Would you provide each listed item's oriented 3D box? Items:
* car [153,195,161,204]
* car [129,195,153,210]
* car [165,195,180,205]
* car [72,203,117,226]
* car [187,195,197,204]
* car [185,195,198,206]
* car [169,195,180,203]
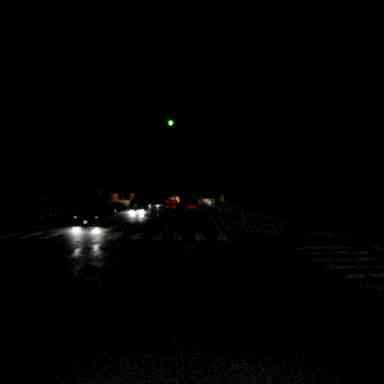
[{"bbox_3d":[-6.557,1.264,58.869,1.837,1.490,4.892,0,0,0],"label":"car"},{"bbox_3d":[-6.618,1.362,41.761,2.128,1.511,4.902,0,0,0],"label":"car"},{"bbox_3d":[-3.300,1.471,53.900,1.895,1.301,4.718,0,0,0],"label":"car"},{"bbox_3d":[-6.601,1.465,23.214,2.033,1.411,5.357,0,0,0],"label":"car"},{"bbox_3d":[-0.064,1.362,63.879,1.882,1.535,5.008,0,0,0],"label":"car"},{"bbox_3d":[-0.048,1.394,53.458,1.837,1.490,4.892,0,0,0],"label":"car"},{"bbox_3d":[-3.314,1.343,63.874,1.882,1.535,5.008,0,0,0],"label":"car"}]
